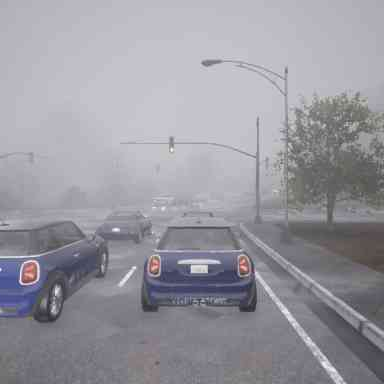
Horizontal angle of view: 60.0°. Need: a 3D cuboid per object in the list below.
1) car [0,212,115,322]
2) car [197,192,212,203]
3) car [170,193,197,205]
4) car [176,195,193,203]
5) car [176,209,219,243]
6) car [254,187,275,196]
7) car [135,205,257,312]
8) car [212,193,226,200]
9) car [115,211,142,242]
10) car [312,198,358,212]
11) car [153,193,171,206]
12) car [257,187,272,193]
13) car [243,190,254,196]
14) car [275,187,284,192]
[{"bbox_3d":[-3.365,1.361,7.395,2.097,1.767,4.553,0,0,0],"label":"car"},{"bbox_3d":[1.784,1.325,64.625,1.812,1.442,4.674,0,2,21],"label":"car"},{"bbox_3d":[-1.318,1.264,55.593,2.150,2.045,5.566,0,1,16],"label":"car"},{"bbox_3d":[-1.464,1.365,65.929,1.994,1.385,4.181,0,2,20],"label":"car"},{"bbox_3d":[0.333,1.633,17.130,1.895,1.301,4.718,0,0,2],"label":"car"},{"bbox_3d":[17.659,0.140,80.965,2.128,1.511,4.902,0,3,33],"label":"car"},{"bbox_3d":[0.139,1.361,7.896,2.097,1.767,4.553,0,0,0],"label":"car"},{"bbox_3d":[5.864,0.925,74.070,1.895,1.301,4.718,0,3,26],"label":"car"},{"bbox_3d":[-3.189,1.594,16.266,1.994,1.385,4.181,0,0,2],"label":"car"},{"bbox_3d":[16.433,1.531,38.418,4.892,1.490,1.837,-1,0,4],"label":"car"},{"bbox_3d":[-4.723,1.269,56.427,2.150,2.045,5.566,0,1,15],"label":"car"},{"bbox_3d":[19.799,-0.524,90.386,2.128,1.511,4.902,0,3,38],"label":"car"},{"bbox_3d":[14.130,0.204,81.901,1.812,1.442,4.674,0,3,33],"label":"car"},{"bbox_3d":[23.399,-0.601,89.366,1.882,1.535,5.008,0,3,38],"label":"car"}]
